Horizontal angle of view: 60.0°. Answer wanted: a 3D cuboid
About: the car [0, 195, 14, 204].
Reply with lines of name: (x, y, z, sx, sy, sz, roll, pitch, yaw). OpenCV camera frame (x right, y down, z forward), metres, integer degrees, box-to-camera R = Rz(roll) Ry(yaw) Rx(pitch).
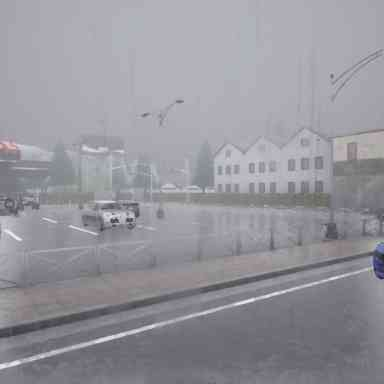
car: (-38.404, 1.495, 66.658, 4.611, 1.667, 2.242, 0, 0, -36)

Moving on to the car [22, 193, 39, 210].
car: (-19.101, 1.092, 38.662, 1.905, 1.878, 3.866, 0, 0, -36)

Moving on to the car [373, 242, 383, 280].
car: (6.724, 1.477, 8.788, 5.008, 1.535, 1.882, 0, 0, -35)

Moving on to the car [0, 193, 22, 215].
car: (-17.207, 1.113, 30.348, 1.932, 1.855, 4.605, 0, 0, -36)

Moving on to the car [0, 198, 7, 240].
car: (-9.665, 1.169, 14.375, 2.152, 1.636, 5.027, 0, 0, -36)

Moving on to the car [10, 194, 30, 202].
car: (-38.162, 1.328, 73.786, 3.866, 1.878, 1.905, 0, 0, -36)

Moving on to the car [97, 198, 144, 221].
car: (-5.742, 1.313, 26.231, 2.007, 1.523, 4.514, 0, 0, -36)

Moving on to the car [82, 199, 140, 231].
car: (-4.629, 1.248, 18.365, 1.970, 1.475, 3.806, 0, 0, -36)
